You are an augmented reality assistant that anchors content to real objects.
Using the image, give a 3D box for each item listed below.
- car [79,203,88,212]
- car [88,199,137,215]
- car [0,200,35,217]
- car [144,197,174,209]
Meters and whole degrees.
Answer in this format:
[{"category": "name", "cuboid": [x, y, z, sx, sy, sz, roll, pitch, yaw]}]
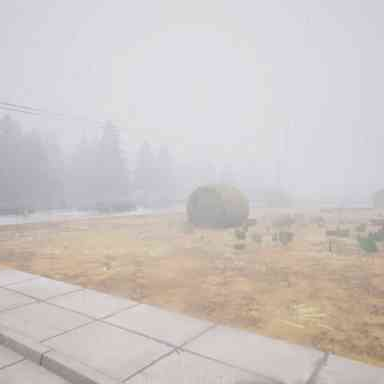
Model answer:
[{"category": "car", "cuboid": [-10.674, 1.590, 37.750, 1.994, 1.385, 4.181, 0, 0, 36]}, {"category": "car", "cuboid": [-7.986, 1.517, 35.155, 2.128, 1.511, 4.902, 0, 0, 36]}, {"category": "car", "cuboid": [-16.622, 1.517, 29.726, 2.128, 1.511, 4.902, 0, 0, 37]}, {"category": "car", "cuboid": [-4.516, 1.531, 46.030, 1.837, 1.490, 4.892, 0, 0, 36]}]
